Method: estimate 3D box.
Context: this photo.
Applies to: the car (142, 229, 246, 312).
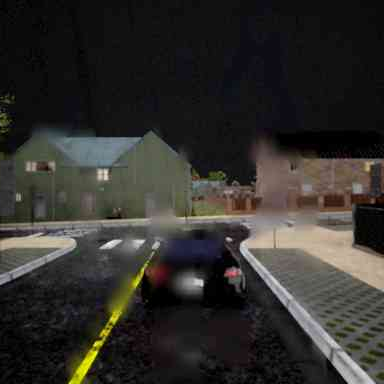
[{"bbox_3d":[0.041,1.559,7.810,1.994,1.385,4.181,0,0,0],"label":"car"}]
